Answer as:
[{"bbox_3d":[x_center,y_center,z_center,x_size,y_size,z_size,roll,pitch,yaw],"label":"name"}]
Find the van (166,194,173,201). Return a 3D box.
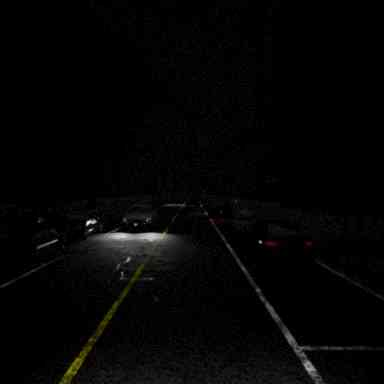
[{"bbox_3d":[-5.750,1.309,85.021,1.690,1.788,3.998,0,0,0],"label":"van"}]

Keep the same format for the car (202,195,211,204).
[{"bbox_3d":[2.769,1.524,45.285,2.008,1.369,4.403,0,0,0],"label":"car"}]

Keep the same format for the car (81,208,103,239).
[{"bbox_3d":[-5.761,1.538,16.891,2.008,1.369,4.403,0,0,0],"label":"car"}]

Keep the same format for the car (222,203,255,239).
[{"bbox_3d":[2.764,1.512,17.068,1.752,1.417,4.829,0,0,0],"label":"car"}]

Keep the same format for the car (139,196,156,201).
[{"bbox_3d":[-5.757,1.501,39.431,1.752,1.417,4.829,0,0,0],"label":"car"}]

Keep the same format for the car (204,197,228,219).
[{"bbox_3d":[2.365,1.457,29.309,1.882,1.535,5.008,0,0,0],"label":"car"}]

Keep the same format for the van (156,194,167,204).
[{"bbox_3d":[-5.754,1.310,62.311,1.690,1.788,3.998,0,0,0],"label":"van"}]

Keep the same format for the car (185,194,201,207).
[{"bbox_3d":[0.014,1.478,49.818,1.837,1.490,4.892,0,0,0],"label":"car"}]

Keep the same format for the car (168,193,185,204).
[{"bbox_3d":[-3.017,1.217,61.444,2.150,2.045,5.566,0,0,1],"label":"car"}]

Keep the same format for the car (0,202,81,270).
[{"bbox_3d":[-5.762,1.306,11.214,2.192,1.841,5.009,0,0,0],"label":"car"}]

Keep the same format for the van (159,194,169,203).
[{"bbox_3d":[-5.753,1.309,67.988,1.690,1.788,3.998,0,0,0],"label":"van"}]

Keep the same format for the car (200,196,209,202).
[{"bbox_3d":[2.773,1.512,73.674,1.887,1.381,4.507,0,0,0],"label":"car"}]

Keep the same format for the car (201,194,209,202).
[{"bbox_3d":[2.769,1.411,50.963,1.967,1.590,4.097,0,0,0],"label":"car"}]

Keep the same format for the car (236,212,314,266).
[{"bbox_3d":[2.763,1.572,11.220,1.802,1.307,4.206,0,0,0],"label":"car"}]

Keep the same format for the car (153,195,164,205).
[{"bbox_3d":[-5.755,1.554,50.956,1.802,1.307,4.206,0,0,0],"label":"car"}]

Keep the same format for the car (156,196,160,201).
[{"bbox_3d":[-5.756,1.556,45.279,1.802,1.307,4.206,0,0,0],"label":"car"}]

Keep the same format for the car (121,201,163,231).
[{"bbox_3d":[-3.097,1.510,20.610,1.812,1.442,4.674,0,0,0],"label":"car"}]

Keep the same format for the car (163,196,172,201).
[{"bbox_3d":[-5.751,1.549,79.343,1.802,1.307,4.206,0,0,0],"label":"car"}]

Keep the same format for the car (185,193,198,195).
[{"bbox_3d":[0.011,1.475,65.953,1.837,1.490,4.892,0,0,0],"label":"car"}]

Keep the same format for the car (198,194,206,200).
[{"bbox_3d":[2.776,1.408,90.706,1.967,1.590,4.097,0,0,0],"label":"car"}]

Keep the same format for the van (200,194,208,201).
[{"bbox_3d":[2.774,1.308,79.351,1.690,1.788,3.998,0,0,0],"label":"van"}]

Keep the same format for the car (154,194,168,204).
[{"bbox_3d":[-5.755,1.285,56.633,2.192,1.841,5.009,0,0,0],"label":"car"}]
